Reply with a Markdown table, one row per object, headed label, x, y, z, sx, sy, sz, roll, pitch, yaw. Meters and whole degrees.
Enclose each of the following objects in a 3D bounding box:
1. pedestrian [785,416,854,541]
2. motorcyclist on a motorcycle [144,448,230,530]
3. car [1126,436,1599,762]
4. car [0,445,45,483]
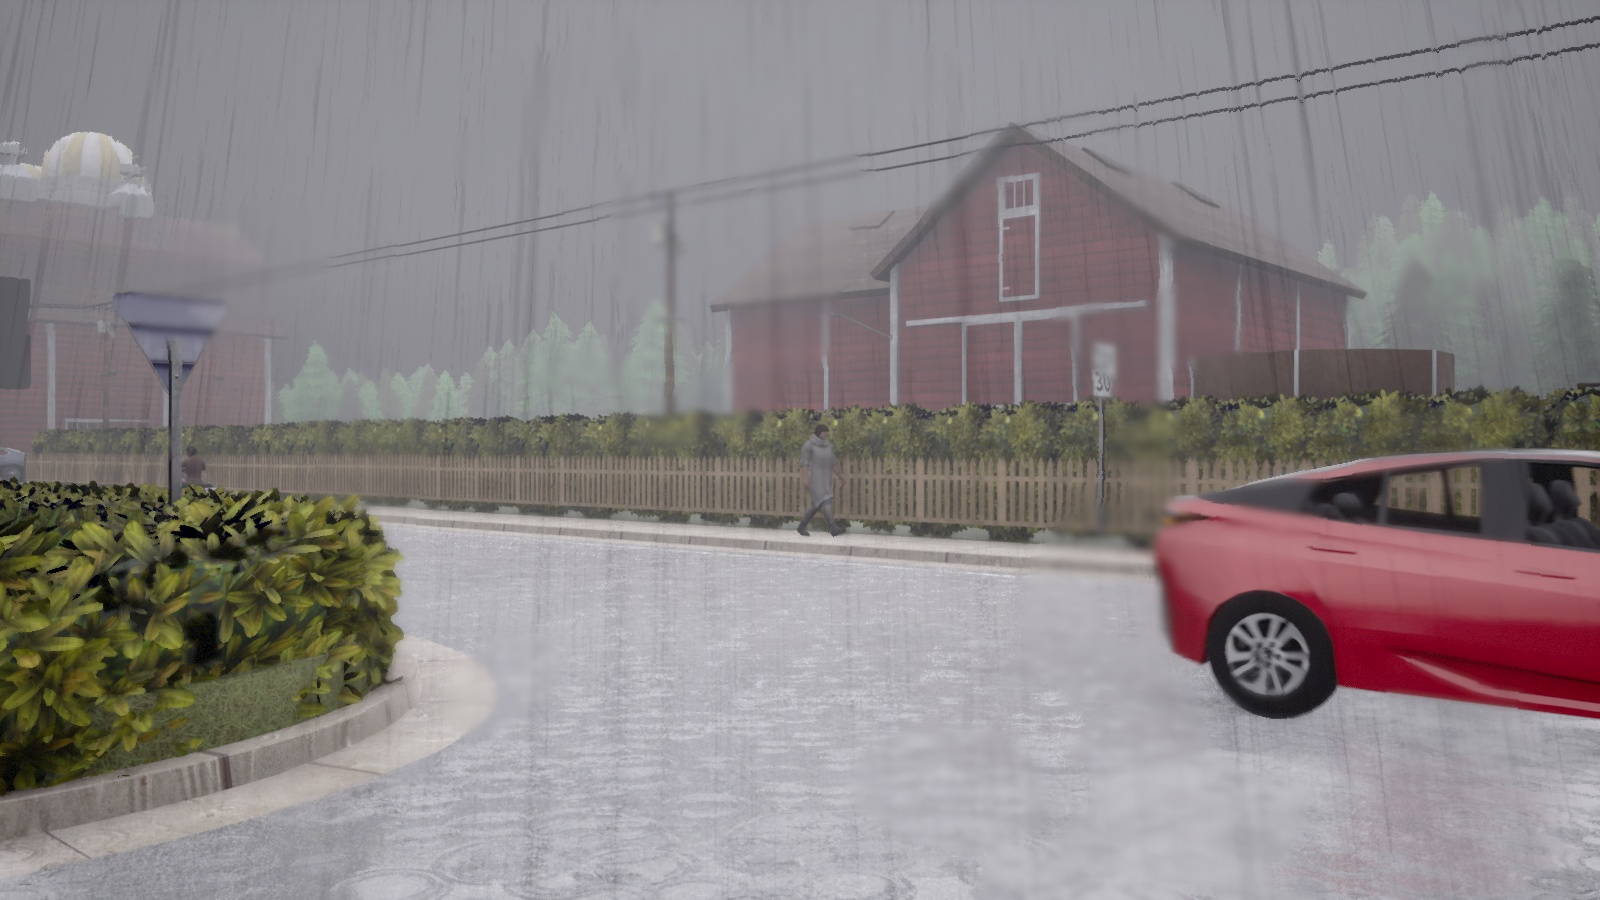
| label | x | y | z | sx | sy | sz | roll | pitch | yaw |
| --- | --- | --- | --- | --- | --- | --- | --- | --- | --- |
| pedestrian | 0.309 | 0.448 | 20.092 | 0.873 | 1.952 | 0.659 | 0 | 0 | 43 |
| motorcyclist on a motorcycle | -12.890 | 0.786 | 26.361 | 2.350 | 1.649 | 0.766 | 0 | 0 | 41 |
| car | 4.302 | 0.699 | 6.734 | 4.514 | 1.525 | 2.007 | 0 | 0 | 41 |
| car | -36.576 | 0.637 | 55.660 | 5.027 | 1.651 | 2.152 | 0 | 0 | -21 |
